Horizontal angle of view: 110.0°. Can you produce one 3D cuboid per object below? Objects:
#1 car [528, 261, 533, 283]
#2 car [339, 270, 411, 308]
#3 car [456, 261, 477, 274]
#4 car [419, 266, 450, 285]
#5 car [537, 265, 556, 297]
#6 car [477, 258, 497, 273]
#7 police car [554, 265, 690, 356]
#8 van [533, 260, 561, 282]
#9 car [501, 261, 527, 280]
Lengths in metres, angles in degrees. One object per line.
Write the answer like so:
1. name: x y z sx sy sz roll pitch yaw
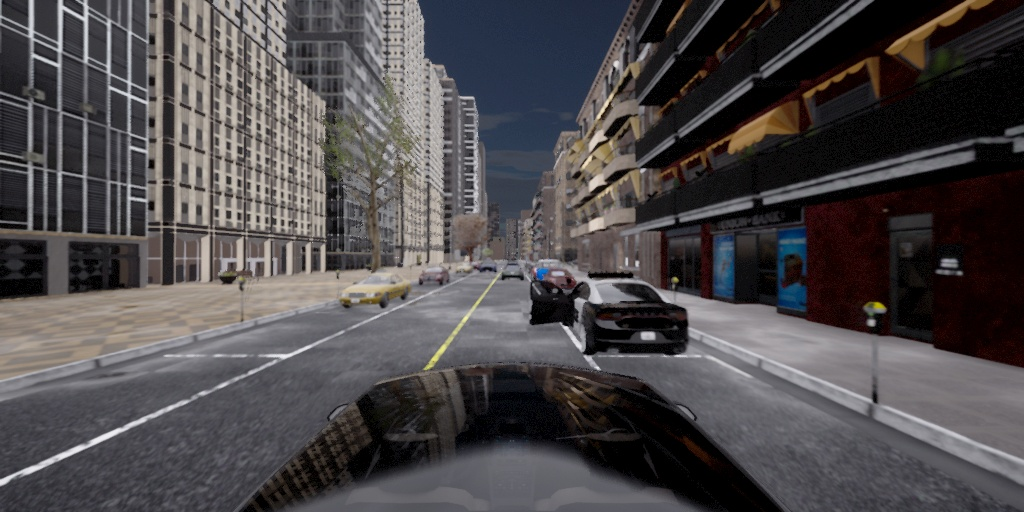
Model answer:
1. car: 2.708 1.280 32.174 1.967 1.591 4.097 0 0 0
2. car: -5.683 1.313 15.412 1.751 1.417 4.829 0 0 0
3. car: -5.665 1.401 43.075 1.751 1.417 4.829 0 0 0
4. car: -5.676 1.404 26.648 1.802 1.307 4.207 0 0 0
5. car: 2.701 1.388 21.110 1.802 1.307 4.207 0 0 0
6. car: -2.979 1.235 45.716 2.097 1.767 4.553 0 0 0
7. police car: 2.371 1.195 8.826 1.930 1.638 5.238 0 0 0
8. van: 2.704 1.164 26.642 1.690 1.789 3.998 0 0 0
9. car: 0.061 1.405 32.377 1.994 1.385 4.181 0 0 1
